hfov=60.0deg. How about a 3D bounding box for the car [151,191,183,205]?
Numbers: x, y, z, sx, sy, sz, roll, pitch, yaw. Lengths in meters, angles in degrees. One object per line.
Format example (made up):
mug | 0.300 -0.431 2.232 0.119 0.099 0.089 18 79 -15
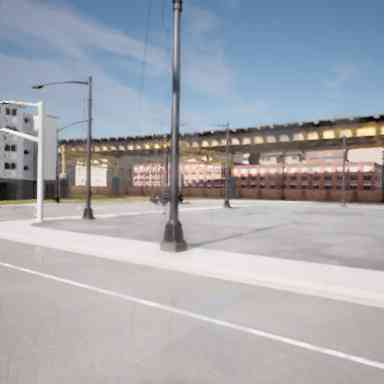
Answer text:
car | -3.770 0.841 51.539 2.150 2.045 5.566 1 0 42
